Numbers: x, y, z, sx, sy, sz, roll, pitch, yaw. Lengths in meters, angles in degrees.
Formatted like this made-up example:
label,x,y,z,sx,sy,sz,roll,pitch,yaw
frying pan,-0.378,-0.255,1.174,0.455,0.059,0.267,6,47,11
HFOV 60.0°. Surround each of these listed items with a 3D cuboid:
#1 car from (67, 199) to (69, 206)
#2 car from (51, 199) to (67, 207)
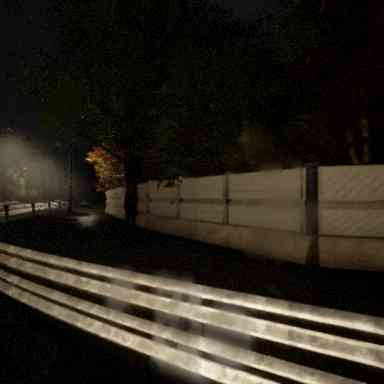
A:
label,x,y,z,sx,sy,sz,roll,pitch,yaw
car,-29.871,2.377,78.142,2.097,1.767,4.553,0,-2,-13
car,-27.620,2.322,68.498,1.895,1.301,4.718,0,-1,-13
